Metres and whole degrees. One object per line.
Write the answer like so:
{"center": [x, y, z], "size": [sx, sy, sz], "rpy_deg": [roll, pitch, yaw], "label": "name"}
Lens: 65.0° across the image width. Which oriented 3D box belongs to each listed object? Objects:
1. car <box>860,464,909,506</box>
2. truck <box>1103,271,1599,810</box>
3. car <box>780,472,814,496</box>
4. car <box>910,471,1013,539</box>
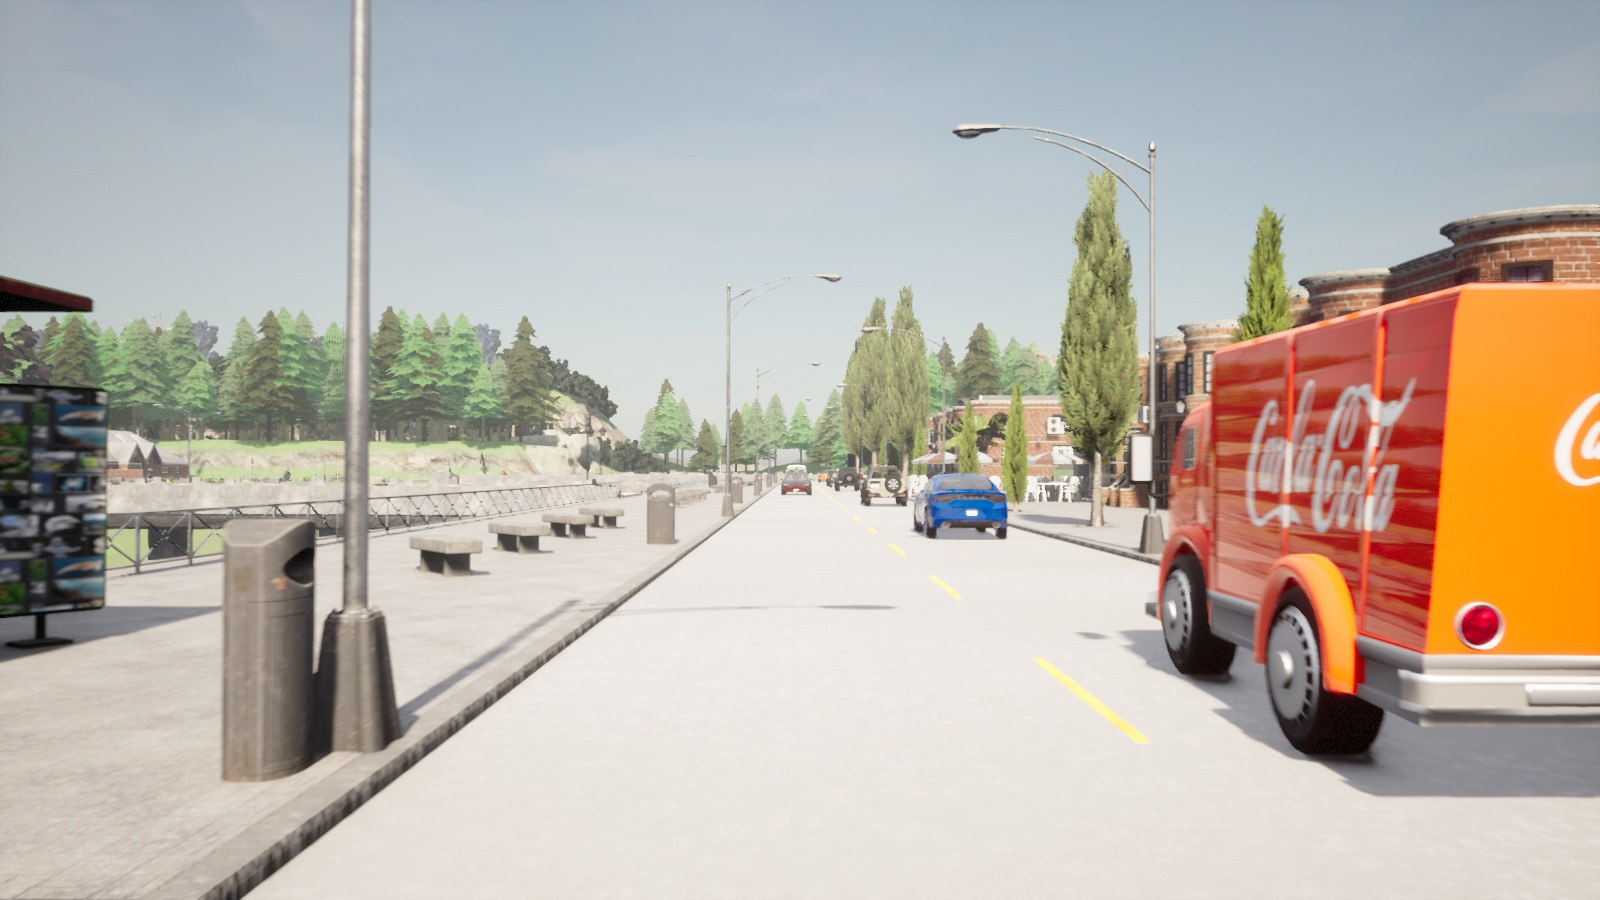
{"center": [3.849, 1.585, 57.868], "size": [1.932, 1.855, 4.605], "rpy_deg": [0, -1, 0], "label": "car"}
{"center": [3.975, 0.452, 8.367], "size": [2.627, 2.467, 5.204], "rpy_deg": [0, -1, 0], "label": "truck"}
{"center": [-0.211, 2.188, 82.010], "size": [2.163, 1.488, 4.792], "rpy_deg": [0, -1, 0], "label": "car"}
{"center": [3.918, 1.300, 31.239], "size": [1.882, 1.535, 5.008], "rpy_deg": [0, -1, 0], "label": "car"}
